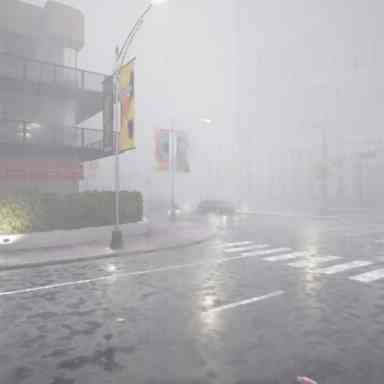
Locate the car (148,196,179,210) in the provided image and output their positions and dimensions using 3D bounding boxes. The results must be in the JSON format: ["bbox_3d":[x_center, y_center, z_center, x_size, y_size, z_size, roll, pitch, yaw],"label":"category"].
[{"bbox_3d":[-3.391,1.564,42.080,1.994,1.385,4.181,0,0,-35],"label":"car"}]

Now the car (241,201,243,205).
[{"bbox_3d":[5.545,1.526,49.586,1.812,1.442,4.674,0,0,-35],"label":"car"}]

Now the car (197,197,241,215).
[{"bbox_3d":[2.388,1.505,33.814,1.837,1.490,4.892,0,0,-35],"label":"car"}]
